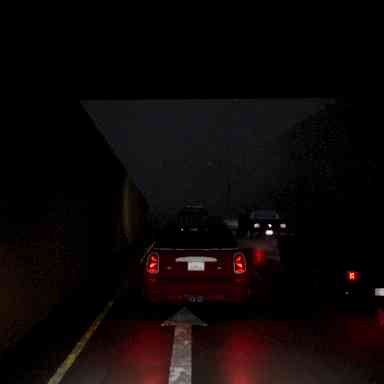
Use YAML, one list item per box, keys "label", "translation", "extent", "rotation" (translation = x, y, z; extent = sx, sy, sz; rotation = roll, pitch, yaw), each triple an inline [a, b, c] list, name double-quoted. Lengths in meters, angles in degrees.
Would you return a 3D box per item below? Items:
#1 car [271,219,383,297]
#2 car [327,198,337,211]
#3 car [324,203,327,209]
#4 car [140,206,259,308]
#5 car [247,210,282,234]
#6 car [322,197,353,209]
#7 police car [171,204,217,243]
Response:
- label: "car"
  translation: [3.607, 1.599, 8.499]
  extent: [1.895, 1.301, 4.718]
  rotation: [0, 0, 0]
- label: "car"
  translation: [17.433, 1.445, 35.364]
  extent: [2.038, 1.542, 4.974]
  rotation: [0, 0, -35]
- label: "car"
  translation: [17.537, 1.444, 39.971]
  extent: [2.038, 1.542, 4.974]
  rotation: [0, 0, 45]
- label: "car"
  translation: [0.083, 1.350, 8.085]
  extent: [2.097, 1.767, 4.553]
  rotation: [0, 0, 0]
- label: "car"
  translation: [3.600, 1.597, 17.656]
  extent: [1.895, 1.301, 4.718]
  rotation: [0, 0, 0]
- label: "car"
  translation: [17.574, 1.286, 40.008]
  extent: [1.853, 1.218, 4.536]
  rotation: [0, 0, 45]
- label: "police car"
  translation: [0.096, 1.501, 17.210]
  extent: [2.038, 1.542, 4.974]
  rotation: [0, 0, 0]
